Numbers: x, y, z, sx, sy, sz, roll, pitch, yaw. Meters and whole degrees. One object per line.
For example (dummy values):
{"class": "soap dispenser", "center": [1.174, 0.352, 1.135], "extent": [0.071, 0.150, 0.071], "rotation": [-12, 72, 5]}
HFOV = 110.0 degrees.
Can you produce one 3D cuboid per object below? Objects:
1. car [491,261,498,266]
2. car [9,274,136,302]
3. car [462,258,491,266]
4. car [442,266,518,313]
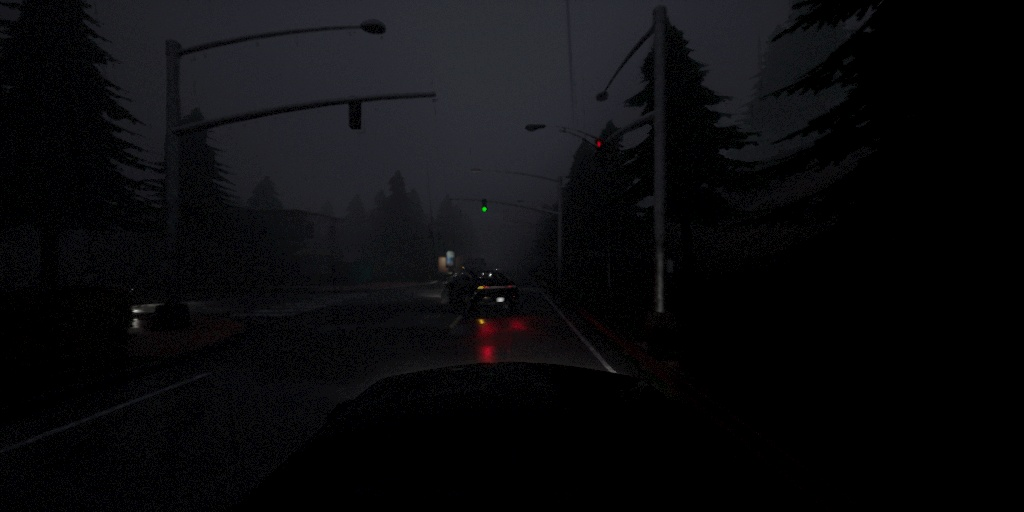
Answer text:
{"class": "car", "center": [-3.579, 1.576, 52.518], "extent": [2.128, 1.511, 4.902], "rotation": [0, 0, 0]}
{"class": "car", "center": [-19.761, 1.530, 16.159], "extent": [4.674, 1.442, 1.812], "rotation": [0, 0, 5]}
{"class": "car", "center": [-3.590, 1.191, 35.213], "extent": [2.150, 2.045, 5.566], "rotation": [0, 0, 0]}
{"class": "car", "center": [-1.440, 1.331, 14.699], "extent": [2.128, 1.511, 4.902], "rotation": [0, -1, -25]}
